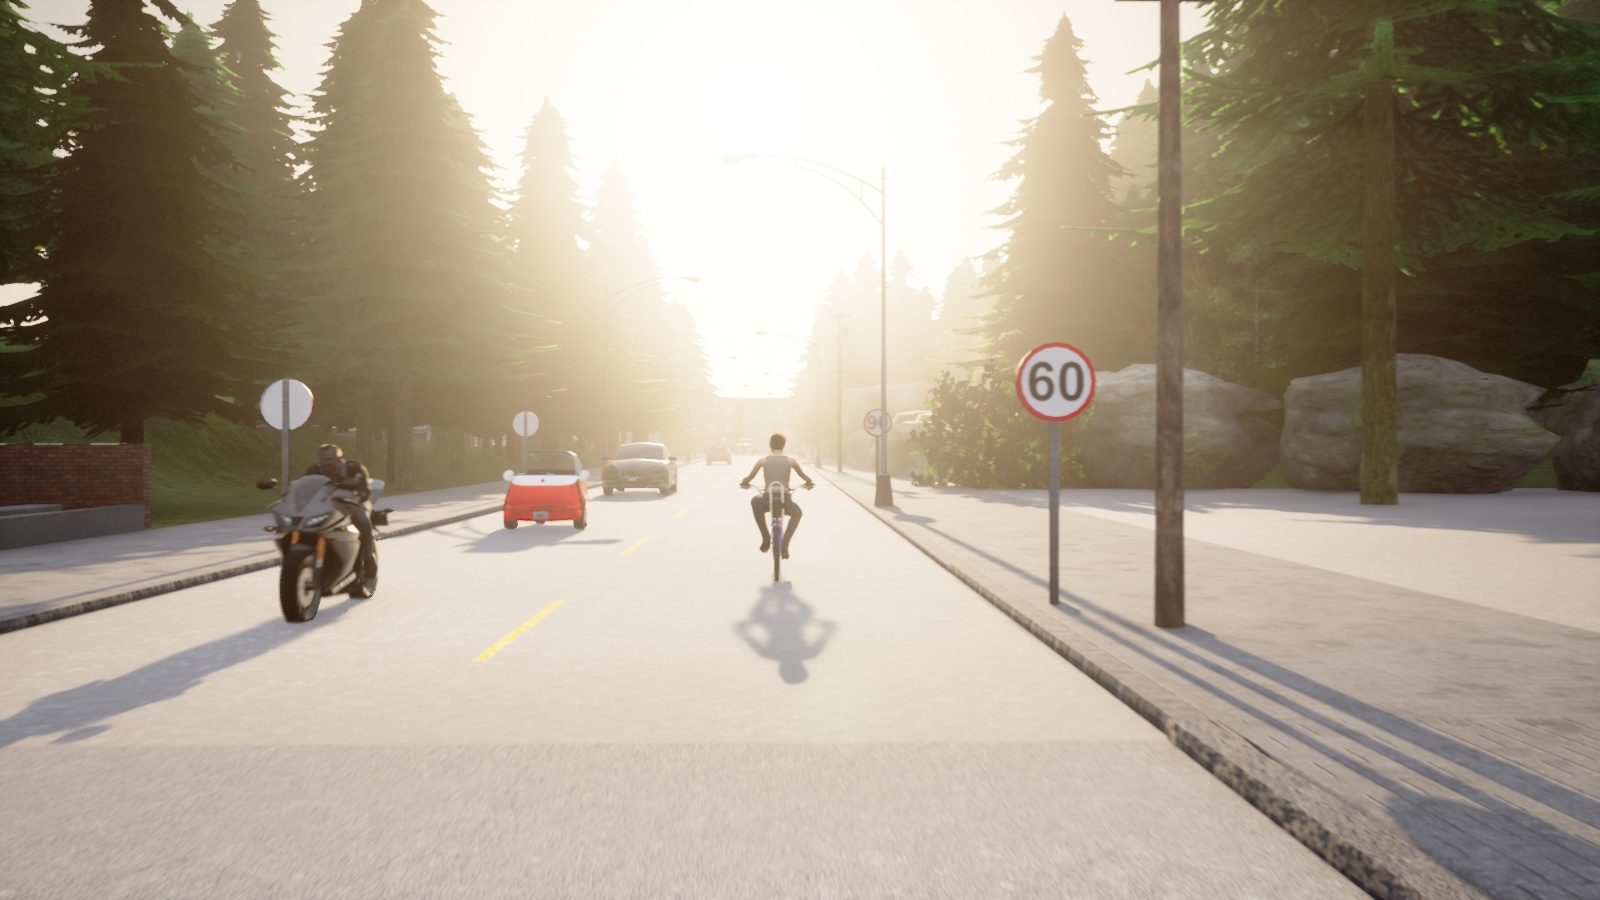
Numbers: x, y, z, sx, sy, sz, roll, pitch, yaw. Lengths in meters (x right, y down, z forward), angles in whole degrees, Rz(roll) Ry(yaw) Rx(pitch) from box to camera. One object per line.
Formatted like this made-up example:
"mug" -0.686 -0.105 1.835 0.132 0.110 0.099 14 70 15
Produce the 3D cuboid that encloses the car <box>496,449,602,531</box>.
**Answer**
"car" -4.389 0.674 22.192 1.481 1.376 2.207 0 0 -1

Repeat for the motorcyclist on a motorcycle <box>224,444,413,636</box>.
"motorcyclist on a motorcycle" -4.187 0.716 11.143 0.866 1.530 2.191 0 0 -1

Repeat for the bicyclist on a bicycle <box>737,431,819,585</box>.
"bicyclist on a bicycle" -0.242 0.604 13.916 0.866 1.612 1.509 0 0 -1

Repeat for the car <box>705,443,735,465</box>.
"car" -5.502 0.268 86.744 1.845 1.501 3.633 0 0 -1

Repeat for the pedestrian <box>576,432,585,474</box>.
"pedestrian" -9.589 0.142 54.827 0.370 1.835 0.726 0 0 -10

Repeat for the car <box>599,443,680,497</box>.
"car" -4.661 0.539 37.162 1.837 1.490 4.892 0 1 -1
